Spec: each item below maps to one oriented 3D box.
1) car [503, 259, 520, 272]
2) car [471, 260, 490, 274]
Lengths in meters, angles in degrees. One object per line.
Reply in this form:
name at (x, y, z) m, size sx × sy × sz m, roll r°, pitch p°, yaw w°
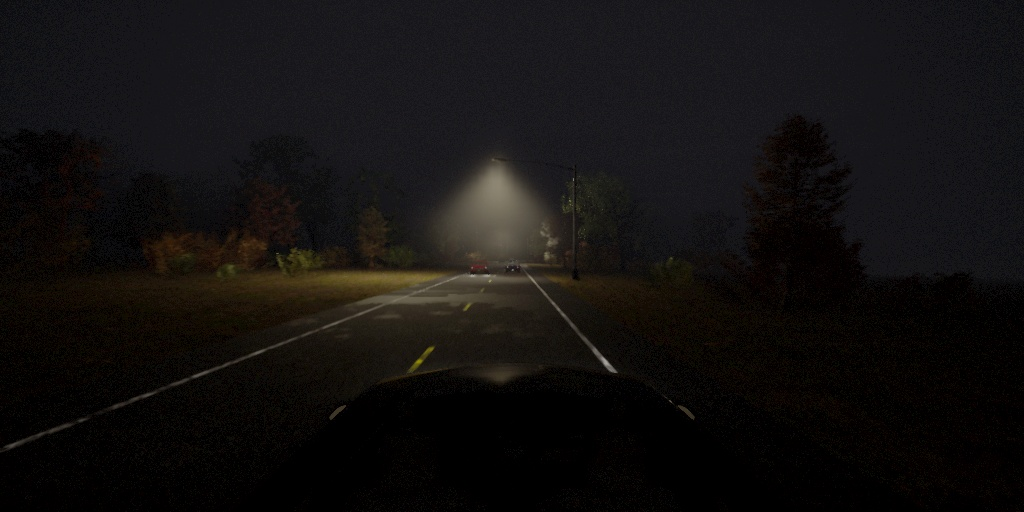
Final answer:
car at (0.096, 1.394, 45.745) m, size 1.895 × 1.301 × 4.718 m, roll 0°, pitch 0°, yaw 0°
car at (-3.562, 1.264, 41.102) m, size 1.882 × 1.535 × 5.008 m, roll 0°, pitch 0°, yaw 0°
